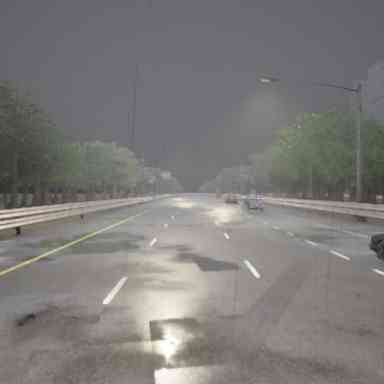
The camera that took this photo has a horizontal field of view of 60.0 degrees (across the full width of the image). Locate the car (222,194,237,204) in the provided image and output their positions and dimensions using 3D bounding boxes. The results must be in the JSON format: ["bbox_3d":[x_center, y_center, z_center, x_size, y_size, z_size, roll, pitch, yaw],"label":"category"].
[{"bbox_3d":[7.089,1.324,61.487,2.097,1.767,4.553,0,0,0],"label":"car"}]

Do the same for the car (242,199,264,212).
[{"bbox_3d":[7.049,1.532,38.612,2.033,1.411,5.357,0,0,0],"label":"car"}]

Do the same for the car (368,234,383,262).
[{"bbox_3d":[7.003,1.545,9.019,2.033,1.411,5.357,0,0,0],"label":"car"}]
